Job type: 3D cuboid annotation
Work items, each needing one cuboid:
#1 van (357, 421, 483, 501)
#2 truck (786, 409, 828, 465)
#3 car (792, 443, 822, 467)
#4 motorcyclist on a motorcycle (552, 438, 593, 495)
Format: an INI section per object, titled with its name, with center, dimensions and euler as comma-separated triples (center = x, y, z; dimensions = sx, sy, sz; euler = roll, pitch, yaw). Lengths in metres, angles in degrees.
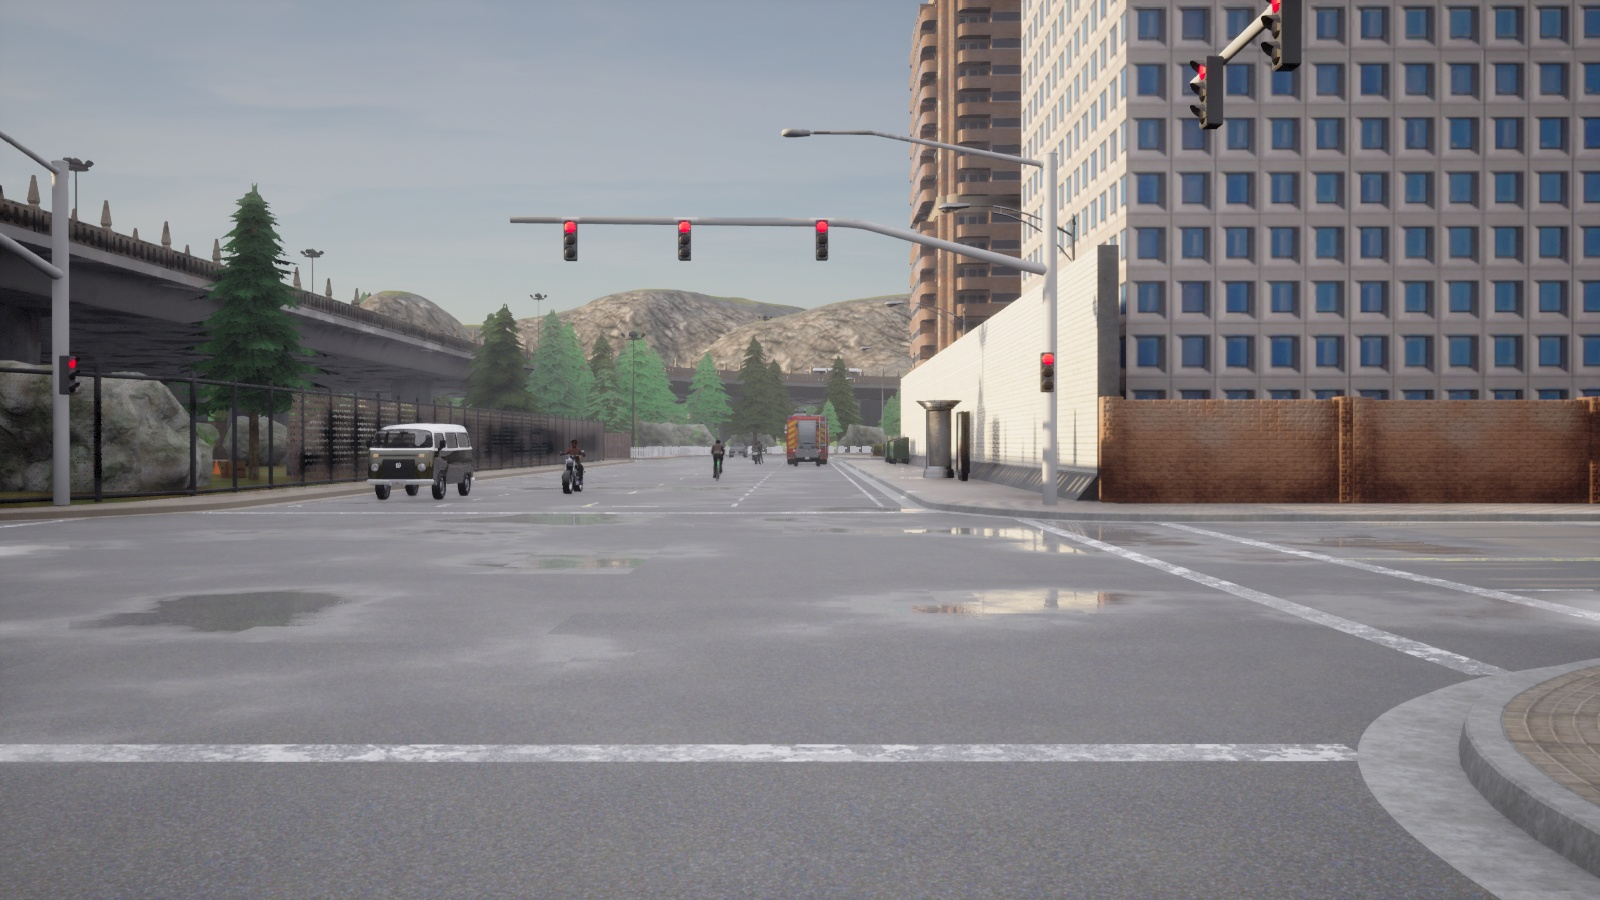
[van]
center = -10.298, 0.267, 34.391
dimensions = 2.069, 2.038, 4.480
euler = 0, 0, 0
[truck]
center = 0.497, -0.924, 89.729
dimensions = 2.891, 3.827, 8.468
euler = 0, 0, 0
[car]
center = 0.454, 0.306, 80.397
dimensions = 1.845, 1.501, 3.633
euler = 0, 0, 0
[motorcyclist on a motorcycle]
center = -6.781, 0.480, 37.514
dimensions = 0.766, 1.649, 2.350
euler = 0, 0, 0
